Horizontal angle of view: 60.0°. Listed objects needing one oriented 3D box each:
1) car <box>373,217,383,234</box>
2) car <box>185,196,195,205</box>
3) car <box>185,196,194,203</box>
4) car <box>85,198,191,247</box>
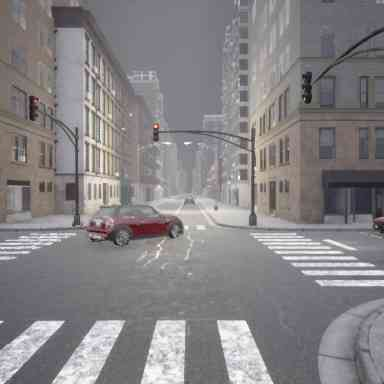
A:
[{"bbox_3d":[11.647,1.529,16.970,4.507,1.381,1.887,0,0,0],"label":"car"},{"bbox_3d":[-0.446,1.541,59.170,1.812,1.442,4.674,0,0,0],"label":"car"},{"bbox_3d":[-0.523,1.548,69.174,1.812,1.442,4.674,0,0,0],"label":"car"},{"bbox_3d":[-2.502,1.348,15.430,2.097,1.767,4.553,0,0,43],"label":"car"}]
